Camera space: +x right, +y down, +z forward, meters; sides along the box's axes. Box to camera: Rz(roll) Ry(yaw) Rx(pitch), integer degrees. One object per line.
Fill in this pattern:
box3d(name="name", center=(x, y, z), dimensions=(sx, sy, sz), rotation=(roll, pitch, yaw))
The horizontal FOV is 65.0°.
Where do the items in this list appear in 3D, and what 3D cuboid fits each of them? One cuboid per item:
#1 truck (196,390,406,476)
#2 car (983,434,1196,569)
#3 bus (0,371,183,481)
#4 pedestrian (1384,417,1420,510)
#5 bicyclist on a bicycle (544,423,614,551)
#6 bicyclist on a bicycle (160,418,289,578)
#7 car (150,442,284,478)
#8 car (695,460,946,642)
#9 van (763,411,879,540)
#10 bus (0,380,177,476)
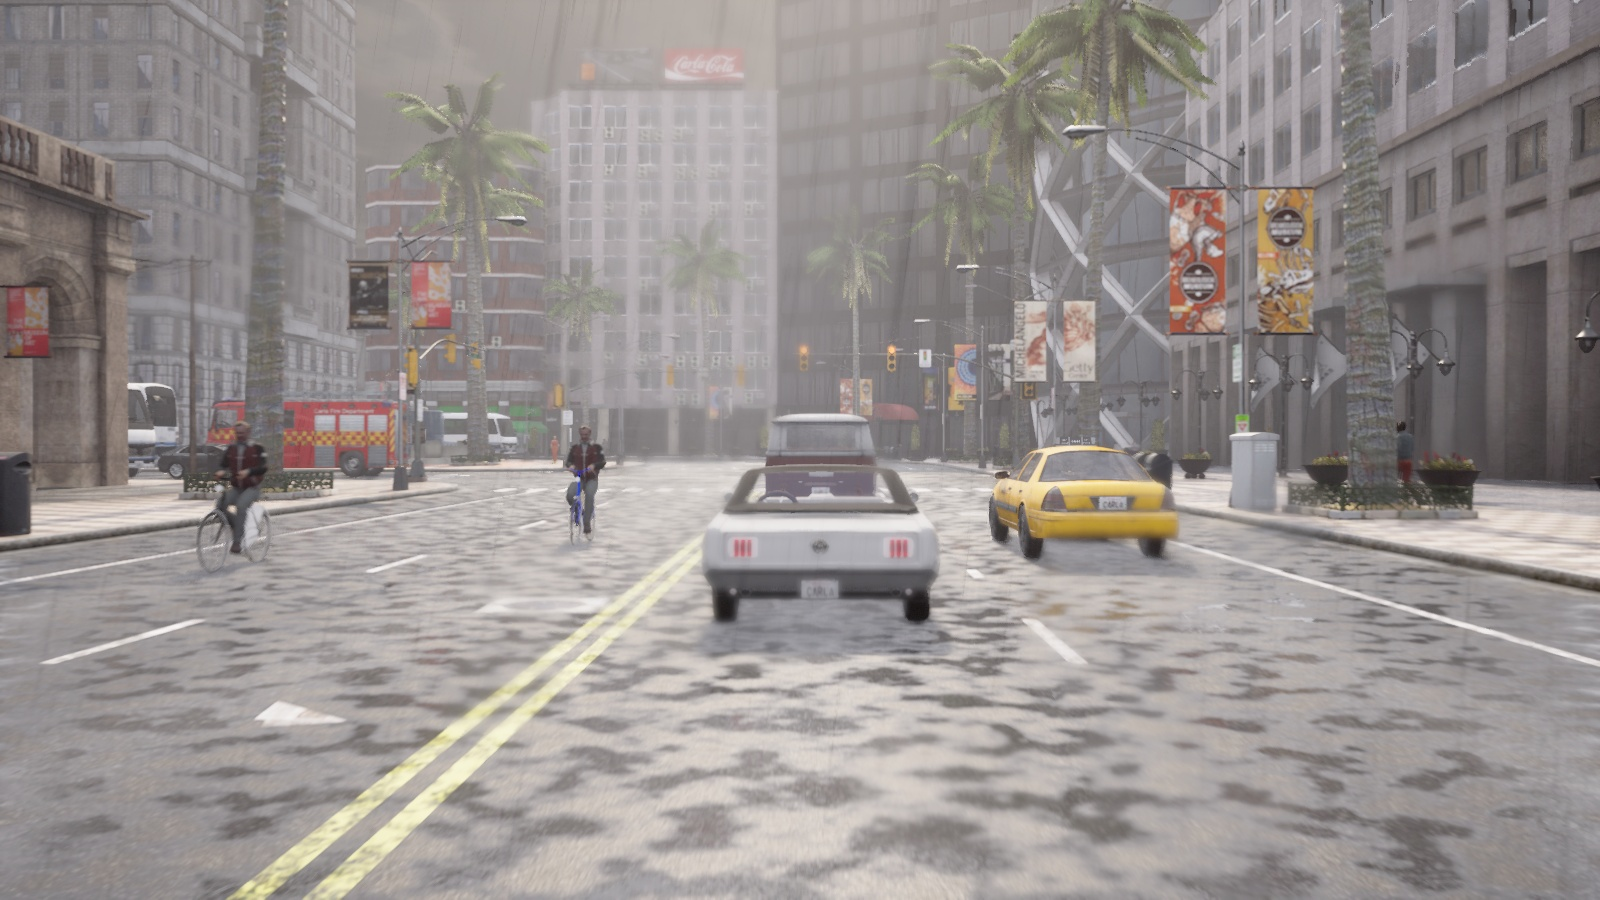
box3d(name="truck", center=(-22.644, -0.761, 57.291), dimensions=(8.468, 3.827, 2.891), rotation=(0, 0, 1))
box3d(name="car", center=(3.792, 0.591, 17.429), dimensions=(1.801, 1.575, 5.366), rotation=(0, 0, 1))
box3d(name="bus", center=(-30.866, -0.941, 50.394), dimensions=(10.273, 4.253, 3.944), rotation=(0, 0, 1))
box3d(name="pedestrian", center=(12.216, 0.270, 25.475), dimensions=(0.353, 1.847, 0.614), rotation=(0, 0, -12))
box3d(name="bicyclist on a bicycle", center=(-3.195, 0.511, 18.278), dimensions=(0.659, 1.776, 1.843), rotation=(0, 0, 1))
box3d(name="bicyclist on a bicycle", center=(-6.751, 0.527, 14.834), dimensions=(0.659, 1.776, 1.843), rotation=(0, 0, 1))
box3d(name="car", center=(-24.954, 0.426, 53.847), dimensions=(4.892, 1.490, 1.837), rotation=(0, 0, 1))
box3d(name="car", center=(0.199, 0.780, 11.839), dimensions=(1.895, 1.301, 4.718), rotation=(0, 0, 1))
box3d(name="van", center=(0.356, 0.378, 21.543), dimensions=(1.775, 1.987, 4.442), rotation=(0, 0, 1))
box3d(name="bus", center=(-34.668, -0.985, 57.498), dimensions=(10.273, 4.253, 3.944), rotation=(0, 0, 0))
